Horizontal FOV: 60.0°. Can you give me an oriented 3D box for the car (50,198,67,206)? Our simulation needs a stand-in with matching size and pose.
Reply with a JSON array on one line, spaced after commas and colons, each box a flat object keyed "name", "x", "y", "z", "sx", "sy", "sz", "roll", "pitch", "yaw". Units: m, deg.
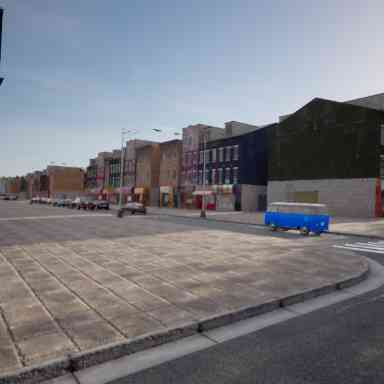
[{"name": "car", "x": -25.804, "y": 1.886, "z": 64.334, "sx": 1.947, "sy": 1.339, "sz": 4.313, "roll": 3, "pitch": -2, "yaw": -36}]

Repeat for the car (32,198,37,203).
[{"name": "car", "x": -35.396, "y": 1.838, "z": 77.638, "sx": 1.967, "sy": 1.590, "sz": 4.097, "roll": 3, "pitch": -2, "yaw": -36}]

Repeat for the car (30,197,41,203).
[{"name": "car", "x": -38.598, "y": 2.010, "z": 82.067, "sx": 1.802, "sy": 1.307, "sz": 4.206, "roll": 3, "pitch": -2, "yaw": -36}]

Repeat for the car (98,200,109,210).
[{"name": "car", "x": -13.012, "y": 1.813, "z": 46.598, "sx": 1.947, "sy": 1.339, "sz": 4.313, "roll": 3, "pitch": -2, "yaw": -36}]

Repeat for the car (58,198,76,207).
[{"name": "car", "x": -22.606, "y": 1.843, "z": 59.901, "sx": 1.887, "sy": 1.381, "sz": 4.507, "roll": 3, "pitch": -2, "yaw": -36}]

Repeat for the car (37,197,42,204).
[{"name": "car", "x": -32.202, "y": 1.952, "z": 73.201, "sx": 1.802, "sy": 1.307, "sz": 4.206, "roll": 3, "pitch": -2, "yaw": -36}]

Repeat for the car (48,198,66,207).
[{"name": "car", "x": -20.672, "y": 1.710, "z": 52.719, "sx": 2.033, "sy": 1.411, "sz": 5.357, "roll": 3, "pitch": -2, "yaw": -36}]

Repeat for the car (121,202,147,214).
[{"name": "car", "x": -6.617, "y": 1.808, "z": 37.730, "sx": 1.802, "sy": 1.307, "sz": 4.206, "roll": 3, "pitch": -2, "yaw": -36}]

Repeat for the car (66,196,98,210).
[{"name": "car", "x": -14.846, "y": 1.489, "z": 44.746, "sx": 2.097, "sy": 1.767, "sz": 4.553, "roll": 3, "pitch": -2, "yaw": -35}]

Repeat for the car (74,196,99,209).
[{"name": "car", "x": -16.202, "y": 1.577, "z": 51.038, "sx": 2.192, "sy": 1.841, "sz": 5.009, "roll": 3, "pitch": -2, "yaw": -36}]

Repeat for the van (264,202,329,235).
[{"name": "van", "x": 6.183, "y": 1.555, "z": 19.998, "sx": 1.690, "sy": 1.788, "sz": 3.998, "roll": 3, "pitch": -2, "yaw": -36}]

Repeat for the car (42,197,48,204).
[{"name": "car", "x": -29.101, "y": 1.870, "z": 68.906, "sx": 1.752, "sy": 1.417, "sz": 4.829, "roll": 3, "pitch": -2, "yaw": -36}]
